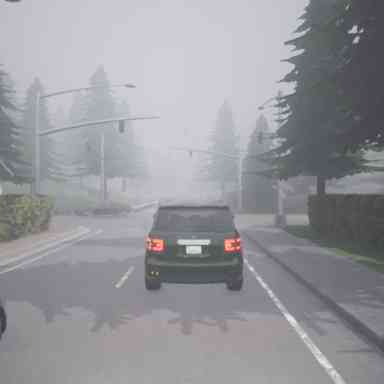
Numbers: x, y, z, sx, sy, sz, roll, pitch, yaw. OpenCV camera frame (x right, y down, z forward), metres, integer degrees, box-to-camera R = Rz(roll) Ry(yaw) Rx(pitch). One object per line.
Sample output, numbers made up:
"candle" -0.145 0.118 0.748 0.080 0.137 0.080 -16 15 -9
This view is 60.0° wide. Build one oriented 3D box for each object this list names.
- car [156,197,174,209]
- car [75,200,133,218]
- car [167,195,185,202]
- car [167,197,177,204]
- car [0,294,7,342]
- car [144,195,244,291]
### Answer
"car" -3.659 1.472 45.817 2.128 1.511 4.902 0 0 0
"car" -7.716 1.467 29.333 4.902 1.511 2.128 0 1 -22
"car" -3.628 1.492 74.105 1.812 1.442 4.674 0 0 -35
"car" -3.750 1.574 62.219 1.895 1.301 4.718 0 0 -4
"car" -3.605 1.562 2.997 1.994 1.385 4.181 0 0 0
"car" 0.052 1.217 9.155 2.150 2.045 5.566 0 0 0
